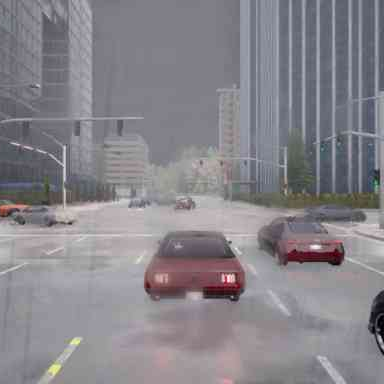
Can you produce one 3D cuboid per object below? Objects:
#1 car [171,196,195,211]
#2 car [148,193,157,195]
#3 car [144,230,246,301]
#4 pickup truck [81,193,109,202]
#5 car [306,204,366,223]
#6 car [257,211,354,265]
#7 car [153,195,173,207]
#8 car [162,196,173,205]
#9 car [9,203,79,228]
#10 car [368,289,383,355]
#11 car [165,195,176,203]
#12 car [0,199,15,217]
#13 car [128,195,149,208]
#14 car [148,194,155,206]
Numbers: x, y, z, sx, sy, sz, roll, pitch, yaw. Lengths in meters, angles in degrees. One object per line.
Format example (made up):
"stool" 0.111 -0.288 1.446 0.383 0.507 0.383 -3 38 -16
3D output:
"car" -0.843 1.526 40.309 1.812 1.442 4.674 1 0 11
"car" -8.005 1.221 67.103 2.150 2.045 5.566 0 0 -1
"car" 0.070 1.601 8.268 1.895 1.301 4.718 0 0 0
"pickup truck" -21.201 1.059 73.315 2.390 2.098 6.274 0 0 30
"car" 10.643 1.564 24.842 4.181 1.385 1.994 0 0 0
"car" 3.576 1.564 11.627 1.994 1.385 4.181 0 0 0
"car" -4.353 1.547 51.544 2.033 1.411 5.357 0 0 -1
"car" -4.468 1.505 61.386 1.837 1.490 4.892 0 0 -1
"car" -9.866 1.601 22.424 4.718 1.301 1.895 0 0 31
"car" 3.608 1.564 3.216 1.994 1.385 4.181 0 0 -1
"car" -4.556 1.525 71.826 2.128 1.511 4.902 0 0 -1
"car" -16.047 1.352 28.298 4.553 1.767 2.097 0 0 -3
"car" -7.796 1.526 47.443 1.812 1.442 4.674 0 0 1
"car" -7.914 1.505 56.697 1.837 1.490 4.892 0 0 -1
